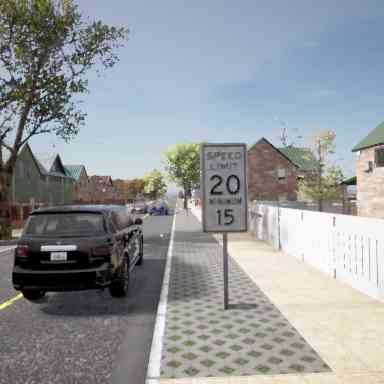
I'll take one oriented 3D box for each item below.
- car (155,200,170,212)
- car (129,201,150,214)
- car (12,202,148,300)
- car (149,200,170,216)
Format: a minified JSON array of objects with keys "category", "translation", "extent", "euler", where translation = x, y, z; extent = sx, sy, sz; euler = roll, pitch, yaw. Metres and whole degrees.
[{"category":"car","translation":[-4.353,2.043,49.784],"extent":[1.882,1.535,5.008],"euler":[-1,-1,-2]},{"category":"car","translation":[-6.856,2.042,43.938],"extent":[2.128,1.511,4.902],"euler":[-1,-1,-2]},{"category":"car","translation":[-2.614,1.329,8.924],"extent":[2.150,2.045,5.566],"euler":[-1,-1,-2]},{"category":"car","translation":[-3.868,1.804,39.532],"extent":[2.097,1.767,4.553],"euler":[-1,-1,-2]}]
